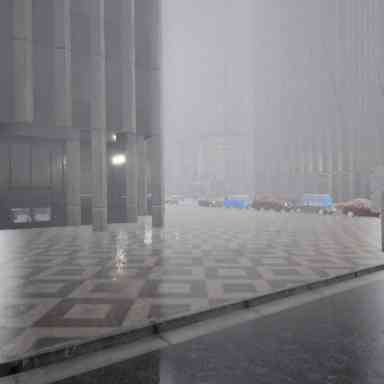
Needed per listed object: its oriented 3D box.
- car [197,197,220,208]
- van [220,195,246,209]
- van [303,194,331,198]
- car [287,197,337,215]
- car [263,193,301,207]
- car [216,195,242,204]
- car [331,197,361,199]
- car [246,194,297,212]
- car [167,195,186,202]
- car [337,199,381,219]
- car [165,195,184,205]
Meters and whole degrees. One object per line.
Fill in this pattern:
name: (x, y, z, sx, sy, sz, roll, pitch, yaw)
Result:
car: (2.582, 1.372, 46.843, 1.967, 1.590, 4.097, -1, 1, -36)
van: (5.798, 1.295, 42.351, 1.690, 1.788, 3.998, -1, 1, -36)
van: (15.958, 1.179, 42.813, 1.690, 1.788, 3.998, -1, 1, -36)
car: (12.235, 1.549, 33.369, 2.008, 1.369, 4.403, -1, 1, -36)
car: (12.741, 1.131, 47.306, 2.192, 1.841, 5.009, -1, 1, -36)
car: (6.213, 1.297, 56.431, 1.752, 1.417, 4.829, -1, 1, -36)
car: (19.075, 1.385, 38.461, 1.752, 1.417, 4.829, -1, 1, -36)
car: (9.015, 1.291, 37.858, 2.192, 1.841, 5.009, -1, 1, -36)
car: (-3.334, 1.258, 69.771, 2.008, 1.369, 4.403, -1, 1, -36)
car: (15.452, 1.567, 28.877, 1.887, 1.381, 4.507, -1, 1, -36)
car: (-3.853, 1.439, 55.828, 2.008, 1.369, 4.403, -1, 1, -36)
